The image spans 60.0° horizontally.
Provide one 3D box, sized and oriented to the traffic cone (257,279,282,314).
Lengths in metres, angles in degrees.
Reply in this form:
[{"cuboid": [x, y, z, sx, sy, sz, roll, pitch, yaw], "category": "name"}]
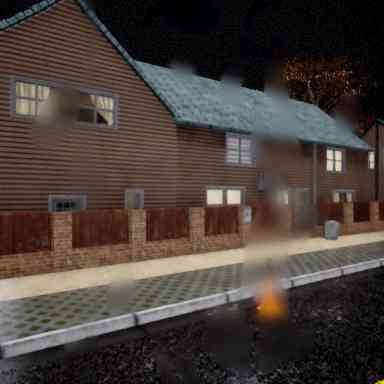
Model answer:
[{"cuboid": [1.473, 1.953, 6.358, 0.340, 0.580, 0.340, 0, 0, -34], "category": "traffic cone"}]
